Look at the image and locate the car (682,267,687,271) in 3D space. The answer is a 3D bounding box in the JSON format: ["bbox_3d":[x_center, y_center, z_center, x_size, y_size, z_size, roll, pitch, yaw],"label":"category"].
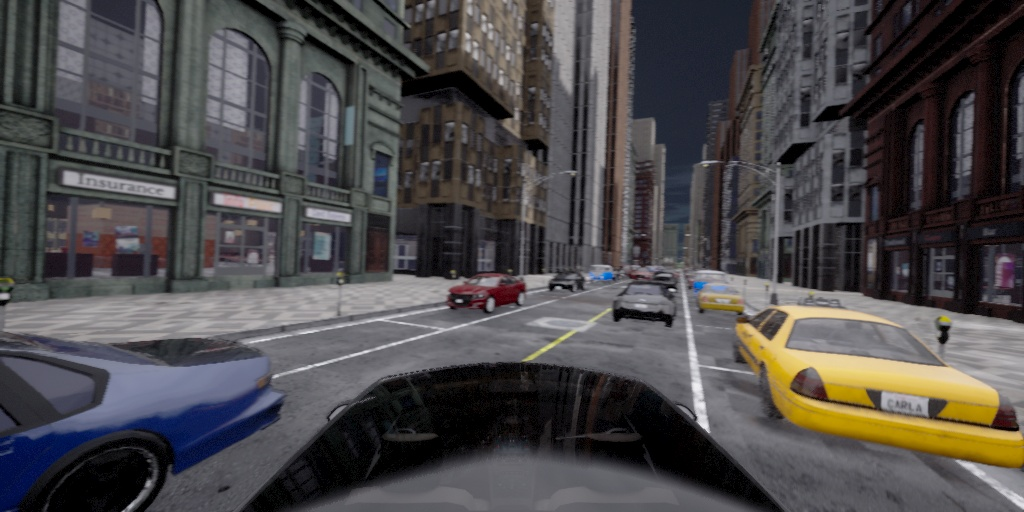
[{"bbox_3d":[25.952,2.740,51.765,1.967,1.591,4.097,0,0,25],"label":"car"}]

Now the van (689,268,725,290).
[{"bbox_3d":[11.593,1.751,21.160,1.690,1.789,3.998,0,0,25],"label":"van"}]

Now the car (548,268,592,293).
[{"bbox_3d":[3.876,1.705,24.775,1.948,1.339,4.313,0,0,25],"label":"car"}]

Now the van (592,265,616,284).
[{"bbox_3d":[8.663,1.777,34.977,1.690,1.789,3.998,0,0,25],"label":"van"}]

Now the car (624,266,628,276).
[{"bbox_3d":[13.450,2.299,45.180,1.948,1.339,4.313,0,0,25],"label":"car"}]

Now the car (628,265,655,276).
[{"bbox_3d":[16.022,2.177,44.095,2.097,1.767,4.553,2,-1,25],"label":"car"}]

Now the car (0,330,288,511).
[{"bbox_3d":[-4.052,1.134,1.559,2.033,1.411,5.357,2,-1,25],"label":"car"}]

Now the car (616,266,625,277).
[{"bbox_3d":[11.057,2.150,40.078,1.948,1.339,4.313,0,0,25],"label":"car"}]

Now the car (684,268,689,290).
[{"bbox_3d":[16.379,2.147,31.362,1.967,1.591,4.097,0,0,25],"label":"car"}]

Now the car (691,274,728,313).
[{"bbox_3d":[9.272,1.787,16.214,1.751,1.417,4.829,0,0,25],"label":"car"}]

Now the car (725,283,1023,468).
[{"bbox_3d":[4.801,1.438,5.714,1.801,1.575,5.366,2,-1,25],"label":"car"}]

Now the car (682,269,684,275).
[{"bbox_3d":[21.165,2.554,41.564,2.007,1.370,4.403,0,0,25],"label":"car"}]

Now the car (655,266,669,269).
[{"bbox_3d":[18.599,2.262,42.528,2.097,1.767,4.553,2,-1,25],"label":"car"}]

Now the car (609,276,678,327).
[{"bbox_3d":[4.998,1.630,13.319,1.994,1.385,4.181,2,-1,25],"label":"car"}]

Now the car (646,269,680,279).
[{"bbox_3d":[11.603,1.979,27.393,1.837,1.490,4.892,2,-1,25],"label":"car"}]

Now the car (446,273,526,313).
[{"bbox_3d":[-0.910,1.389,14.572,1.888,1.381,4.507,0,0,25],"label":"car"}]
